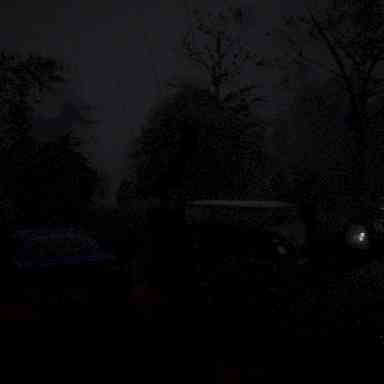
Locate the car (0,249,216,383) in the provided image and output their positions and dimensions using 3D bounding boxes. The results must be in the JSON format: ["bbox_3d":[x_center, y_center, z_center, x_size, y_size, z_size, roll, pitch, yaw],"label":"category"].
[{"bbox_3d":[-2.124,1.472,2.155,5.008,1.535,1.882,1,-1,-35],"label":"car"}]

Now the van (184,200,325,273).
[{"bbox_3d":[1.609,1.255,10.593,1.878,1.987,4.442,-1,0,-35],"label":"van"}]

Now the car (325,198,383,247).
[{"bbox_3d":[6.057,1.313,13.870,2.185,1.767,4.553,-1,0,-35],"label":"car"}]

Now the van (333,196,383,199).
[{"bbox_3d":[8.370,1.190,15.702,1.878,1.987,4.442,-1,0,-35],"label":"van"}]

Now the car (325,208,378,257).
[{"bbox_3d":[3.825,1.489,12.357,2.163,1.488,4.792,-1,0,-36],"label":"car"}]
